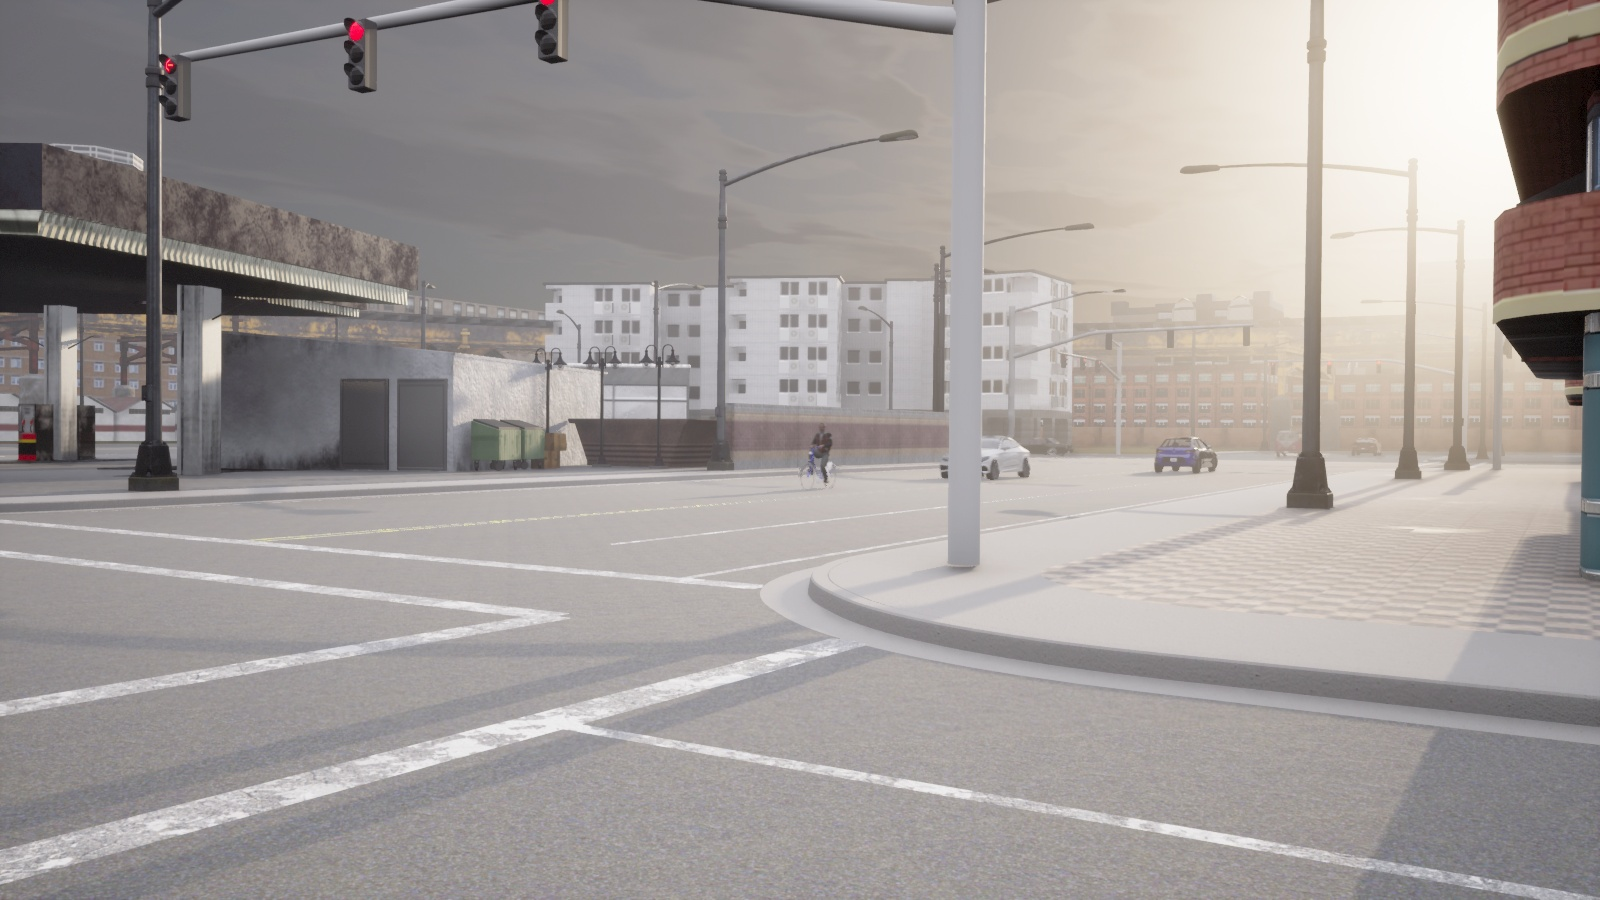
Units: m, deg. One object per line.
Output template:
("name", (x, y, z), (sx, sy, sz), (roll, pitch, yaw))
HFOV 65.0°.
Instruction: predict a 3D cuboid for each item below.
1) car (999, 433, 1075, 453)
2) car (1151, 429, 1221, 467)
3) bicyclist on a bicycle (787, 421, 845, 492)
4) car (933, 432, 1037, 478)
("car", (16.303, -0.495, 86.411), (4.718, 1.301, 1.895), (0, 1, 31))
("car", (15.917, -0.105, 51.693), (1.816, 1.474, 4.193), (0, 1, 31))
("bicyclist on a bicycle", (0.433, 0.155, 32.411), (0.659, 1.776, 1.843), (0, 1, 31))
("car", (6.288, 0.123, 42.298), (1.812, 1.442, 4.674), (0, 1, 31))
